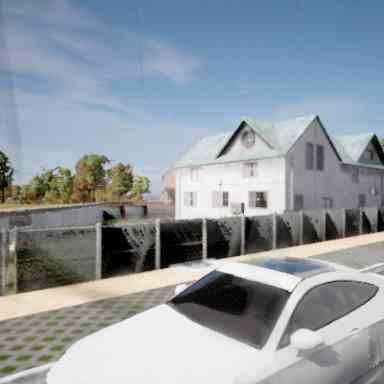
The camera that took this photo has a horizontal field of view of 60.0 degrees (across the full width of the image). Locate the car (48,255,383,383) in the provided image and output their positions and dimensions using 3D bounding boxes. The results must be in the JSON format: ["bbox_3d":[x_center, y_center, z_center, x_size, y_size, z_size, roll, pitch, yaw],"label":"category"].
[{"bbox_3d":[0.853,1.547,3.768,4.674,1.442,1.812,0,0,-36],"label":"car"}]
